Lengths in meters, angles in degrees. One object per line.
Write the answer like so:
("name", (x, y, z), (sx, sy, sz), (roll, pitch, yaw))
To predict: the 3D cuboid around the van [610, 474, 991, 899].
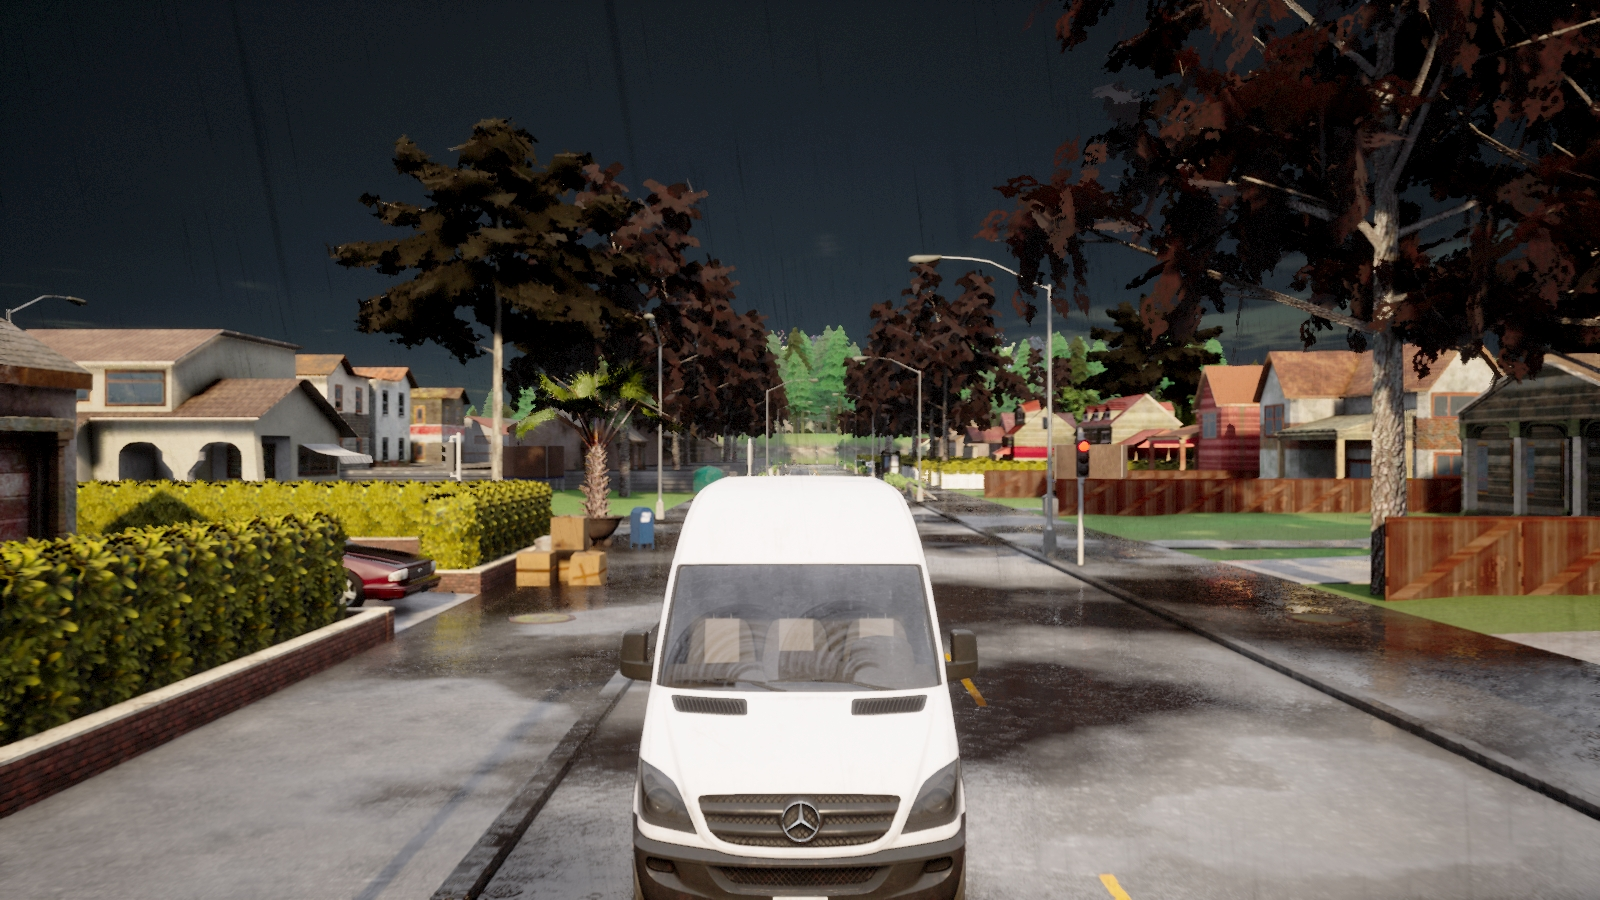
("van", (0.002, 1.535, 8.918), (1.988, 2.561, 5.915), (0, 0, 0))
